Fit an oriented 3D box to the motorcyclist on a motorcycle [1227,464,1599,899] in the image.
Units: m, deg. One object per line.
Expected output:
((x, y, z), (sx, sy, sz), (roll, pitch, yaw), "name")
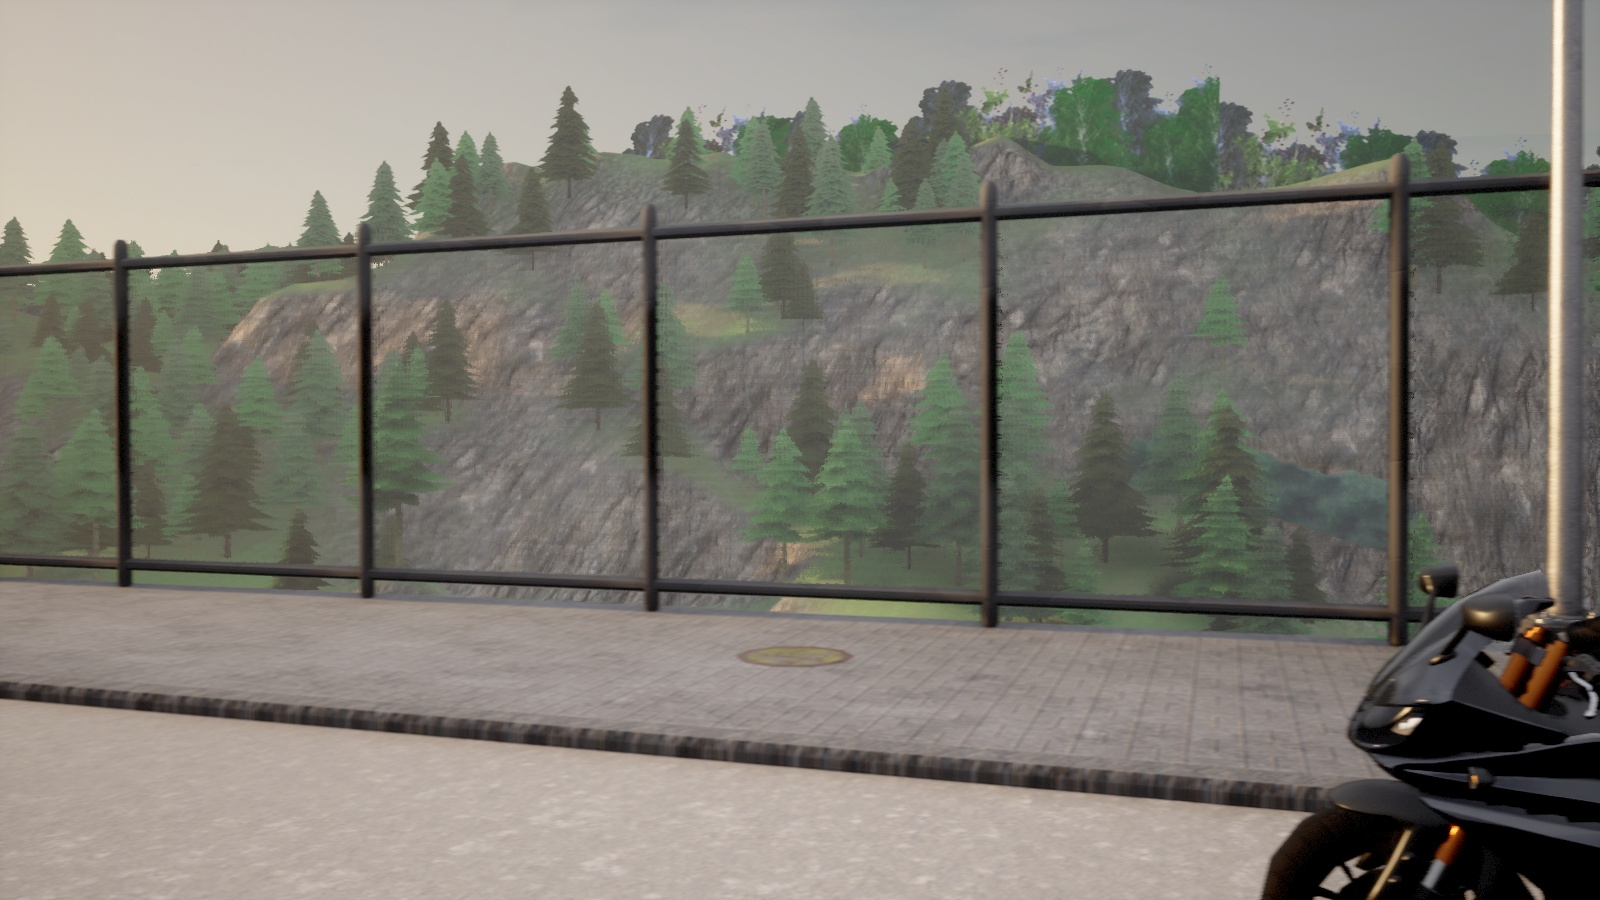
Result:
((2.181, 0.822, 2.988), (2.191, 1.530, 0.866), (1, 1, 19), "motorcyclist on a motorcycle")
